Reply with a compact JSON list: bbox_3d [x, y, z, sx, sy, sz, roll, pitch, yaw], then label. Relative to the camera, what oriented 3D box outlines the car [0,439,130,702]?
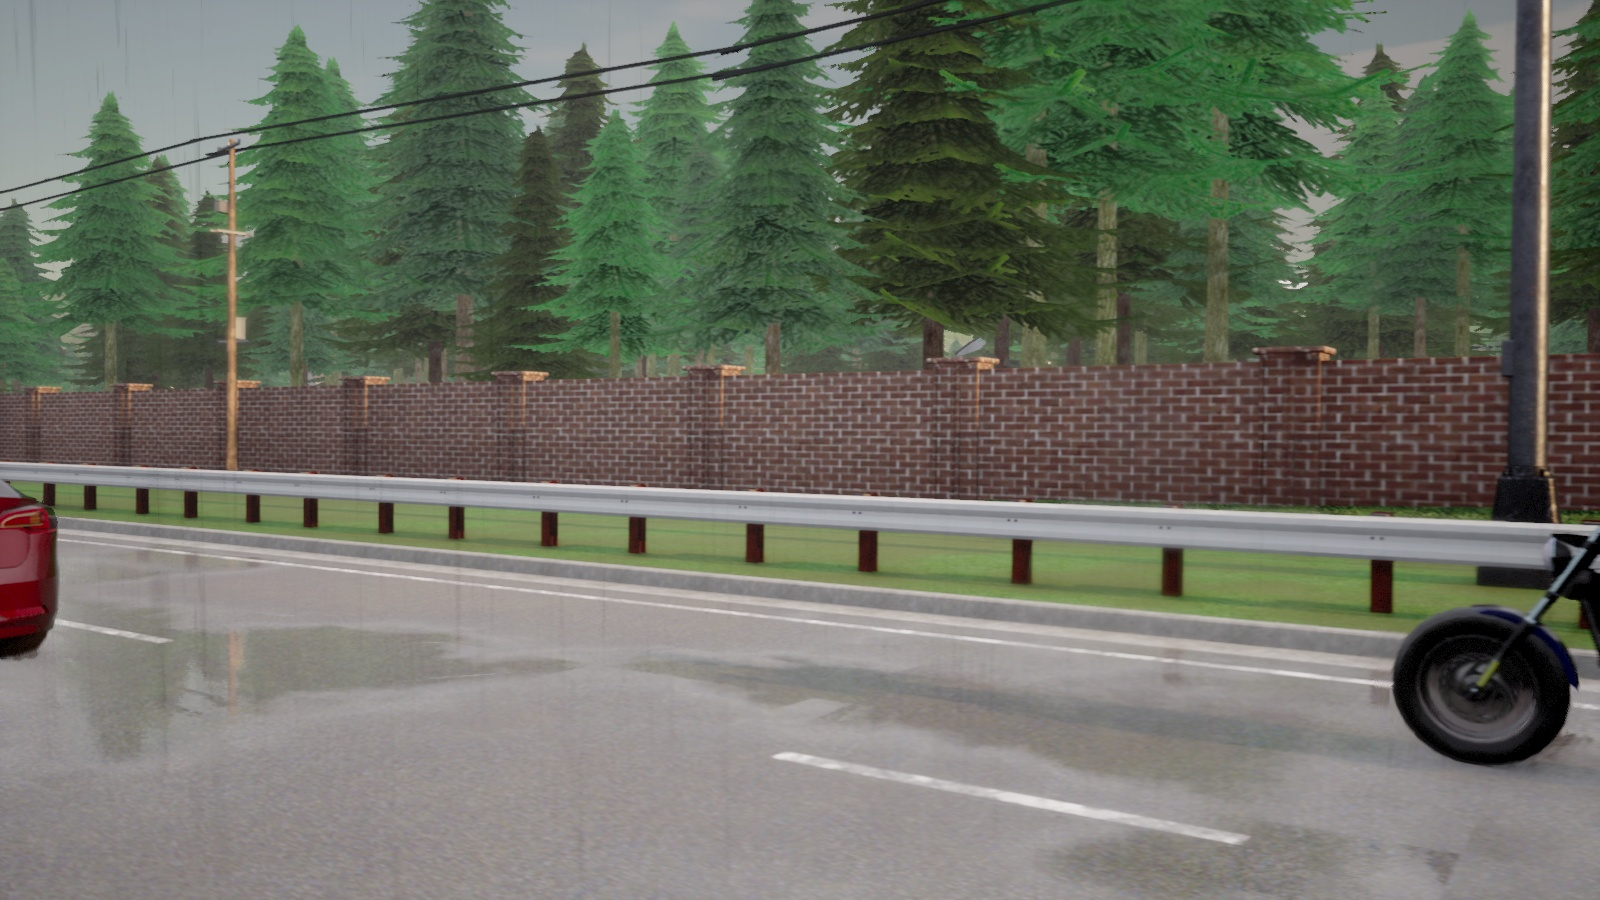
[{"bbox_3d":[-6.730,0.697,8.199,4.792,1.488,2.163,0,1,34],"label":"car"}]

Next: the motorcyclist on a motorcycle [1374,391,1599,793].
[{"bbox_3d":[3.759,0.576,5.269,2.350,1.649,0.766,0,1,34],"label":"motorcyclist on a motorcycle"}]
